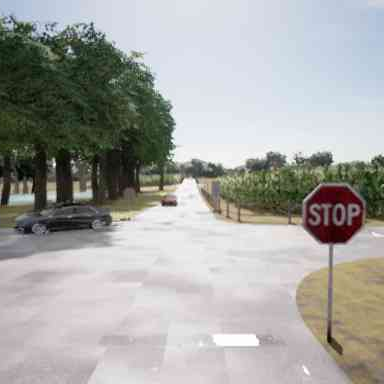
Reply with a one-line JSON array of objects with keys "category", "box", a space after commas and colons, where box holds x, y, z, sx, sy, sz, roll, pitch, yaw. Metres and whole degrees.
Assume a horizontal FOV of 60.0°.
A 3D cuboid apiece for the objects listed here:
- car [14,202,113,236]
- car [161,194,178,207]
[{"category": "car", "box": [-6.665, 1.366, 17.671, 4.892, 1.490, 1.837, -1, 7, -34]}, {"category": "car", "box": [-2.757, 0.990, 41.385, 1.882, 1.535, 5.008, 0, 1, 0]}]
